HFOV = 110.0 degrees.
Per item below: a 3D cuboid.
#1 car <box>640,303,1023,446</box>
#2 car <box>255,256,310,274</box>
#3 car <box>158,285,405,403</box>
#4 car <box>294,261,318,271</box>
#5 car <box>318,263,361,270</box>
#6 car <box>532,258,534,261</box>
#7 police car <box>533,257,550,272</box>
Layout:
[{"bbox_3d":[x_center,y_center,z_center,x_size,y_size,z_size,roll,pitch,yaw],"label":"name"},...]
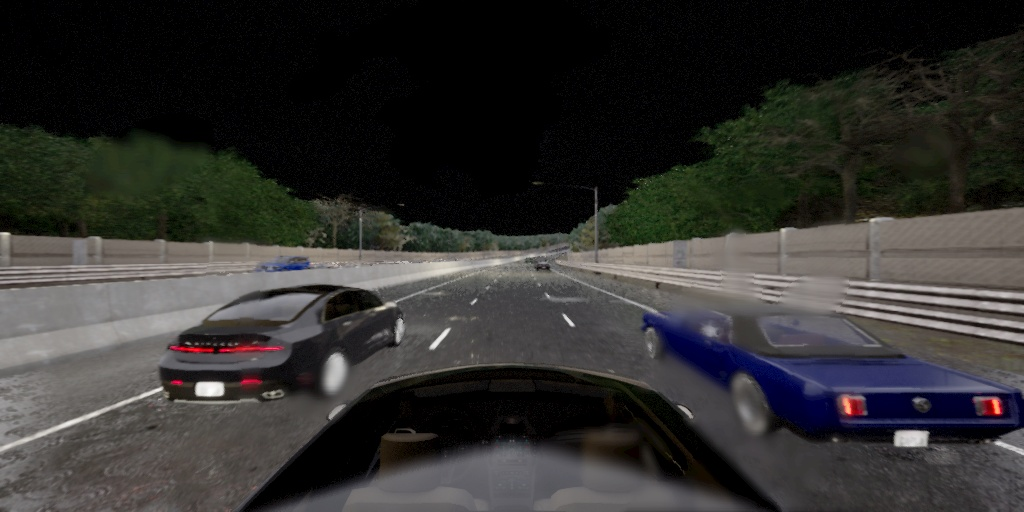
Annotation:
[{"bbox_3d":[3.606,1.368,5.453,1.895,1.301,4.718,0,0,0],"label":"car"},{"bbox_3d":[-20.696,1.016,32.870,2.150,2.045,5.566,0,-1,2],"label":"car"},{"bbox_3d":[-3.388,1.257,6.452,1.837,1.490,4.892,0,0,0],"label":"car"},{"bbox_3d":[-17.207,1.367,32.494,1.994,1.385,4.181,0,0,2],"label":"car"},{"bbox_3d":[-13.780,1.403,30.036,1.895,1.301,4.718,0,0,2],"label":"car"},{"bbox_3d":[5.016,1.267,63.049,2.150,2.045,5.566,0,0,3],"label":"car"},{"bbox_3d":[4.514,1.408,52.245,1.930,1.638,5.238,0,0,2],"label":"police car"}]
